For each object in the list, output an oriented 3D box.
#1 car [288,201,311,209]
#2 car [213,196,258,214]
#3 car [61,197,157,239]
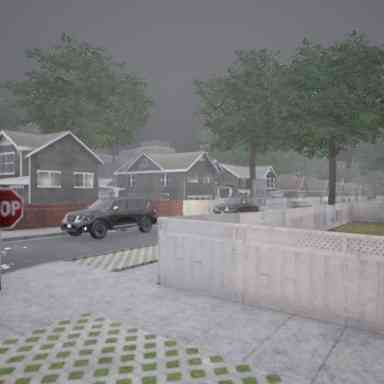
[{"bbox_3d":[14.404,1.841,44.363,1.994,1.385,4.181,0,0,36],"label":"car"},{"bbox_3d":[4.041,1.384,29.960,2.150,2.045,5.566,0,0,35],"label":"car"},{"bbox_3d":[-4.306,1.296,18.261,2.150,2.045,5.566,0,0,36],"label":"car"}]
